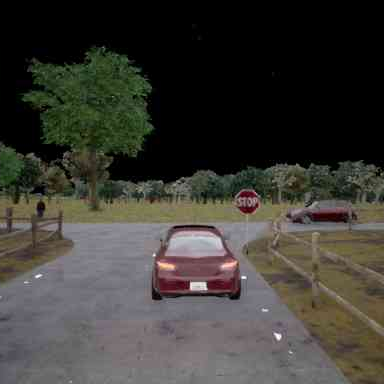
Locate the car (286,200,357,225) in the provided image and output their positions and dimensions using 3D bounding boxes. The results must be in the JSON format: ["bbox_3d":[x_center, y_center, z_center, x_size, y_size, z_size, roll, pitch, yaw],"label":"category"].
[{"bbox_3d":[8.990,1.370,23.435,4.553,1.767,2.097,0,-1,-3],"label":"car"}]

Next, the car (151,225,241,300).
[{"bbox_3d":[0.038,1.538,8.297,1.812,1.442,4.674,0,0,-2],"label":"car"}]

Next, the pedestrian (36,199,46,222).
[{"bbox_3d":[-12.155,1.433,26.719,0.375,1.860,0.375,0,-1,0],"label":"pedestrian"}]
